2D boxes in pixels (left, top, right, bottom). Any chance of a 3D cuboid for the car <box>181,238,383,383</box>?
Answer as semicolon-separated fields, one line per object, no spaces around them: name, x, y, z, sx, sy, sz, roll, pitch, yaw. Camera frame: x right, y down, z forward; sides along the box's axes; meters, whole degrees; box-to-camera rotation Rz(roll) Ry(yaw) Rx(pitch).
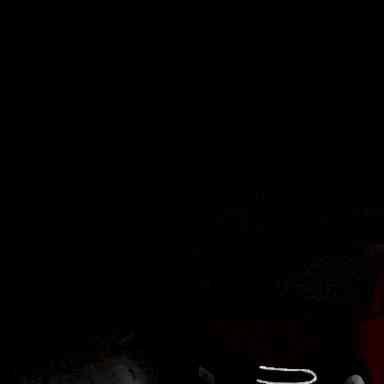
car;2.171;1.477;4.618;5.008;1.535;1.882;0;0;-35
